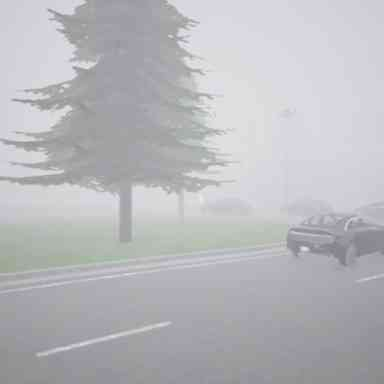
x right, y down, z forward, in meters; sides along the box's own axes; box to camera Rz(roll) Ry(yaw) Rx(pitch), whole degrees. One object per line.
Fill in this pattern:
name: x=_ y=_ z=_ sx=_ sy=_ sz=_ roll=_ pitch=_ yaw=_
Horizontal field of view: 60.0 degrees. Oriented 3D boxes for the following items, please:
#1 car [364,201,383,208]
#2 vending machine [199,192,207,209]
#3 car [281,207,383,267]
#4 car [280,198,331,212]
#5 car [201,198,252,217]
car: x=15.225 y=1.509 z=26.600 sx=1.837 sy=1.490 sz=4.892 roll=2 pitch=0 yaw=-16
vending machine: x=1.390 y=1.102 z=42.860 sx=0.880 sy=2.100 sz=1.100 roll=0 pitch=0 yaw=8
car: x=5.225 y=1.488 z=11.480 sx=4.902 sy=1.511 sz=2.128 roll=0 pitch=1 yaw=-40
car: x=9.974 y=1.327 z=29.308 sx=2.097 sy=1.767 sz=4.553 roll=0 pitch=0 yaw=-30
car: x=3.101 y=1.294 z=30.806 sx=4.553 sy=1.767 sz=2.097 roll=0 pitch=0 yaw=32
